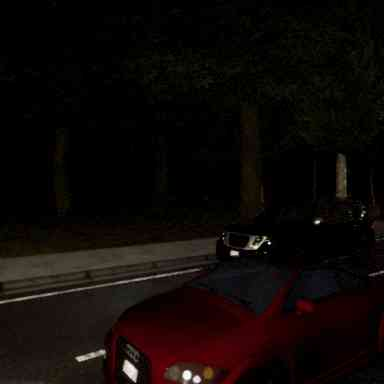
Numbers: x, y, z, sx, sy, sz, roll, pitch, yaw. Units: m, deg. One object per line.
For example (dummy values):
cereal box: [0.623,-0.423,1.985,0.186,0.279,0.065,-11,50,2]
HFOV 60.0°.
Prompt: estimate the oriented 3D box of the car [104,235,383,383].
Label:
car: [1.019,1.573,4.417,4.181,1.385,1.994,0,0,-36]

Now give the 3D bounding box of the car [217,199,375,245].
car: [3.336,1.246,10.084,5.566,2.045,2.150,1,0,-36]
